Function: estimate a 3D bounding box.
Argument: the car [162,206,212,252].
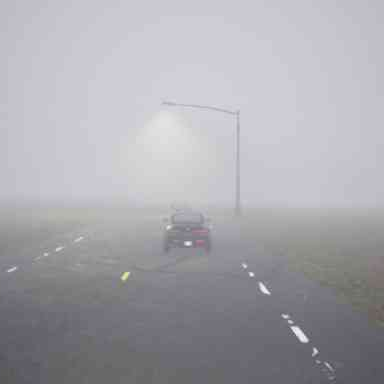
[{"bbox_3d":[-0.212,1.581,14.371,1.837,1.490,4.892,0,0,-2],"label":"car"}]

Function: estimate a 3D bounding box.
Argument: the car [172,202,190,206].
[{"bbox_3d":[-0.960,1.580,29.104,2.033,1.411,5.357,0,0,-4],"label":"car"}]

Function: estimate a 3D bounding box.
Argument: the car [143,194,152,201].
[{"bbox_3d":[-9.458,1.086,70.389,2.128,1.511,4.902,0,1,-9],"label":"car"}]
